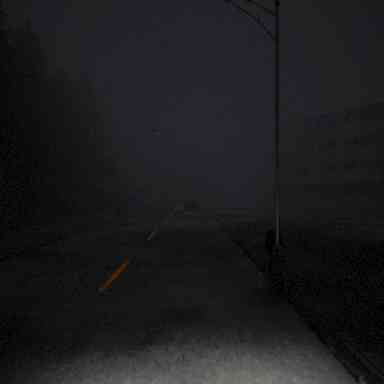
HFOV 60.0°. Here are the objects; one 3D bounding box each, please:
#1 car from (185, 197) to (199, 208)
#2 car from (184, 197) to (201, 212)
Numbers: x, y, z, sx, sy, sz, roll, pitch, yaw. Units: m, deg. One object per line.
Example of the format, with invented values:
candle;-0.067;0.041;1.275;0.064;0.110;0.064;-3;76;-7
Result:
car;0.013;1.529;50.218;2.033;1.411;5.357;0;0;0
car;0.008;1.477;39.390;2.128;1.511;4.902;0;0;0
